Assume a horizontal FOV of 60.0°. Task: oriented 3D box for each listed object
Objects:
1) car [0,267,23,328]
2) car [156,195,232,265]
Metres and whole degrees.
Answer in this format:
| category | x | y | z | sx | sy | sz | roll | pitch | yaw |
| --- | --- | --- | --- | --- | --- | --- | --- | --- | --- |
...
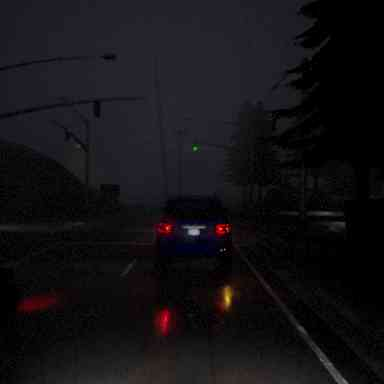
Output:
| category | x | y | z | sx | sy | sz | roll | pitch | yaw |
| --- | --- | --- | --- | --- | --- | --- | --- | --- | --- |
| car | -3.630 | 1.556 | 3.093 | 2.033 | 1.411 | 5.357 | -1 | 1 | -2 |
| car | 0.078 | 1.113 | 11.349 | 2.150 | 2.045 | 5.566 | 1 | 1 | 1 |
